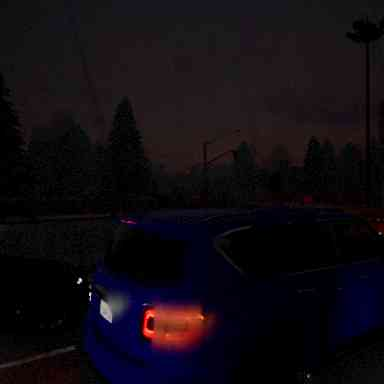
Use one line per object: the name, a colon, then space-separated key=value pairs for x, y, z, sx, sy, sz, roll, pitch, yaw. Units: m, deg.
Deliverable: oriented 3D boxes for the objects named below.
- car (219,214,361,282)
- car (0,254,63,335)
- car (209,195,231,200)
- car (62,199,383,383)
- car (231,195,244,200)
car: x=3.092 y=1.512 z=10.228 sx=4.181 sy=1.385 sz=1.994 roll=-1 pitch=0 yaw=-34
car: x=-3.817 y=1.564 z=5.314 sx=4.181 sy=1.385 sz=1.994 roll=0 pitch=0 yaw=-36
car: x=3.150 y=1.377 z=49.132 sx=1.895 sy=1.301 sz=4.718 roll=-1 pitch=0 yaw=-36
car: x=1.375 y=1.204 z=4.712 sx=5.566 sy=2.045 sz=2.150 roll=-1 pitch=0 yaw=-35
car: x=6.396 y=1.241 z=50.612 sx=2.128 sy=1.511 sz=4.902 roll=-1 pitch=0 yaw=-35
